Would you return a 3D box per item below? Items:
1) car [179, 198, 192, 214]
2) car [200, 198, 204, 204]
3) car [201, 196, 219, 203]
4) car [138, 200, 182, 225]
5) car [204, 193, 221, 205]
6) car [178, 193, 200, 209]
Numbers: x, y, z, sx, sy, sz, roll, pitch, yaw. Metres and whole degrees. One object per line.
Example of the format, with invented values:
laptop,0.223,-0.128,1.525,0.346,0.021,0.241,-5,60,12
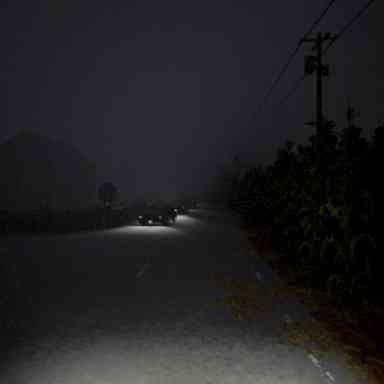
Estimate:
car,-1.414,1.567,34.703,1.895,1.301,4.718,0,0,4
car,0.706,1.490,60.924,2.033,1.411,5.357,0,0,4
car,3.574,1.499,66.788,1.994,1.385,4.181,0,0,-25
car,-2.338,1.524,24.041,2.033,1.411,5.357,0,0,8
car,3.639,1.166,56.087,2.150,2.045,5.566,0,0,5
car,-0.573,1.177,45.433,2.150,2.045,5.566,0,0,5
